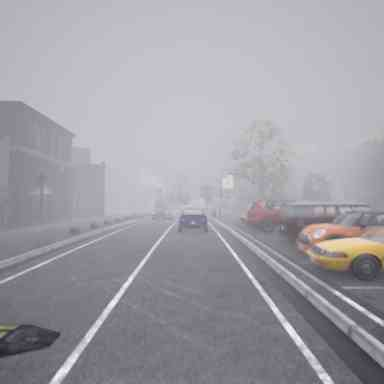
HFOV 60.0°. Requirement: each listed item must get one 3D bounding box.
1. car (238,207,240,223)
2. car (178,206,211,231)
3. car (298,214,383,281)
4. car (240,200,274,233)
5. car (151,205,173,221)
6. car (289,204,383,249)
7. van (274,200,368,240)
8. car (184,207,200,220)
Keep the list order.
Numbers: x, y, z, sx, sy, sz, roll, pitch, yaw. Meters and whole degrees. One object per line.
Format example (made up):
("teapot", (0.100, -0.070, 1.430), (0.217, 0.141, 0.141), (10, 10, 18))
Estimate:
("car", (6.185, 1.866, 24.576), (5.008, 1.535, 2.097), (0, -2, -1))
("car", (0.068, 1.865, 23.357), (1.882, 1.535, 5.008), (0, -2, 0))
("car", (6.117, 1.553, 9.516), (5.366, 1.575, 1.946), (0, -1, 0))
("car", (6.242, 1.536, 21.667), (5.566, 2.045, 2.435), (0, -1, -1))
("car", (-3.368, 2.301, 37.763), (2.097, 1.767, 4.553), (0, -3, 0))
("car", (6.313, 1.472, 12.437), (4.553, 1.767, 2.185), (0, -1, 0))
("van", (6.378, 1.428, 15.476), (4.442, 1.987, 1.878), (0, -1, 0))
("car", (0.028, 2.604, 40.864), (1.837, 1.490, 4.892), (0, -3, 0))
